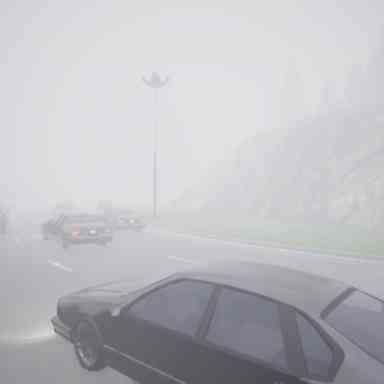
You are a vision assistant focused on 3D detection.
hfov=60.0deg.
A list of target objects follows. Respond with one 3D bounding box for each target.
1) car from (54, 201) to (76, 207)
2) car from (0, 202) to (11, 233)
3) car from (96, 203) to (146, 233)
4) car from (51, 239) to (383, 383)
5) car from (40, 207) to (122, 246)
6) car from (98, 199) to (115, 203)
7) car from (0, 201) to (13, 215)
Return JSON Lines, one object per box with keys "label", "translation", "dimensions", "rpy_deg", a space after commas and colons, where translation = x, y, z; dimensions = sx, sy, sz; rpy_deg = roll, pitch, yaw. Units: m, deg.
{"label": "car", "translation": [-13.258, 1.653, 34.800], "dimensions": [1.812, 1.442, 4.674], "rpy_deg": [0, 0, -10]}
{"label": "car", "translation": [-12.153, 1.403, 19.849], "dimensions": [2.097, 1.767, 4.553], "rpy_deg": [1, 0, -28]}
{"label": "car", "translation": [-4.510, 1.637, 20.002], "dimensions": [2.033, 1.411, 5.357], "rpy_deg": [0, 0, -31]}
{"label": "car", "translation": [0.505, 1.574, 3.851], "dimensions": [5.357, 1.411, 2.033], "rpy_deg": [0, 0, 39]}
{"label": "car", "translation": [-5.311, 1.605, 14.941], "dimensions": [2.033, 1.411, 5.357], "rpy_deg": [0, 0, -36]}
{"label": "car", "translation": [-10.820, 1.682, 41.800], "dimensions": [1.837, 1.490, 4.892], "rpy_deg": [0, 0, -8]}
{"label": "car", "translation": [-20.354, 1.653, 34.295], "dimensions": [1.994, 1.385, 4.181], "rpy_deg": [0, 0, -9]}
